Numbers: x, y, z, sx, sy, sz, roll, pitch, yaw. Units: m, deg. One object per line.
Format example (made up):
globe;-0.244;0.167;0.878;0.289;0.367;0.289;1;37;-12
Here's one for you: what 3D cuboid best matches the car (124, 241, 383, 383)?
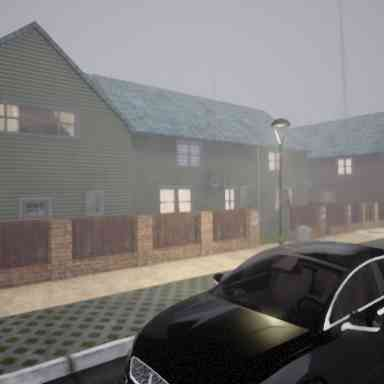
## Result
car;1.539;1.480;4.259;4.892;1.490;1.837;-1;0;-38
